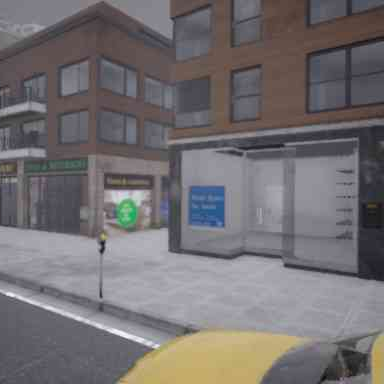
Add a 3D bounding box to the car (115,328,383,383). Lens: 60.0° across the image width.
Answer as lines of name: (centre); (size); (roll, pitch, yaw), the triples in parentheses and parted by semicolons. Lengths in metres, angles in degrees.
car: (1.487, 1.525, 2.010); (4.829, 1.417, 1.752); (0, 1, 35)
